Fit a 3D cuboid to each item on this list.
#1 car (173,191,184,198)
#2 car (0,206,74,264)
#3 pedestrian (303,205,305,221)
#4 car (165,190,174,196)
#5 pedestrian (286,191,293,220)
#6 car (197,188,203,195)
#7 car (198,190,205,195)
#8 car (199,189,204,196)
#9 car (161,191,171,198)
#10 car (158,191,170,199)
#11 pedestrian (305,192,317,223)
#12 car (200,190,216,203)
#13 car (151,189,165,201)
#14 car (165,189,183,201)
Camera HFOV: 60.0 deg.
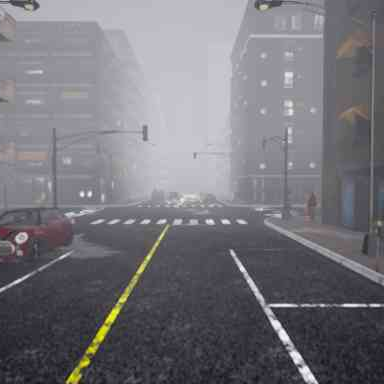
[{"bbox_3d":[-2.770,0.486,69.072,1.895,1.301,4.718,0,1,0],"label":"car"},{"bbox_3d":[-5.458,1.263,10.928,1.967,1.590,4.097,-1,1,0],"label":"car"},{"bbox_3d":[6.975,0.837,20.072,0.375,1.860,0.375,-1,2,0],"label":"pedestrian"},{"bbox_3d":[-5.348,0.284,80.585,1.802,1.307,4.206,-1,1,0],"label":"car"},{"bbox_3d":[6.004,0.818,20.586,0.375,1.860,0.375,-1,2,0],"label":"pedestrian"},{"bbox_3d":[2.534,0.337,74.999,1.887,1.381,4.507,-1,1,0],"label":"car"},{"bbox_3d":[2.529,0.104,91.615,1.802,1.307,4.206,-1,1,0],"label":"car"},{"bbox_3d":[2.540,0.701,52.845,2.008,1.369,4.403,-1,1,0],"label":"car"},{"bbox_3d":[-5.344,0.463,69.513,1.802,1.307,4.206,-1,1,0],"label":"car"},{"bbox_3d":[-5.343,0.499,63.805,1.752,1.417,4.829,-1,1,0],"label":"car"},{"bbox_3d":[7.005,0.834,19.386,0.375,1.860,0.375,-1,2,0],"label":"pedestrian"},{"bbox_3d":[2.542,0.822,47.308,1.802,1.307,4.206,-1,1,0],"label":"car"},{"bbox_3d":[-5.343,0.465,52.899,2.192,1.841,5.009,-1,1,0],"label":"car"},{"bbox_3d":[-2.835,0.655,52.932,1.837,1.490,4.892,0,1,0],"label":"car"}]
